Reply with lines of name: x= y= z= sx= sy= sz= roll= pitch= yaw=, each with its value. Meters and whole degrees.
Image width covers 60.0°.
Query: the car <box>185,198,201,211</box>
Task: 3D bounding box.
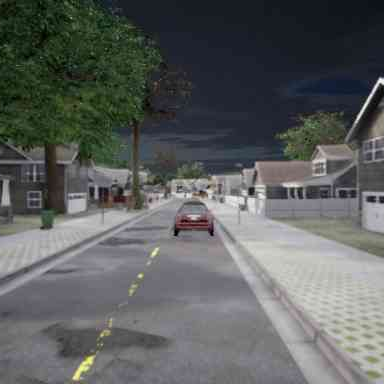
car: x=0.100 y=1.485 z=41.244 sx=1.837 sy=1.490 sz=4.892 roll=0 pitch=0 yaw=0

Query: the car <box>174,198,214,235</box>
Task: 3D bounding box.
car: x=0.100 y=1.346 z=18.865 sx=2.097 sy=1.767 sz=4.553 roll=0 pitch=0 yaw=0
